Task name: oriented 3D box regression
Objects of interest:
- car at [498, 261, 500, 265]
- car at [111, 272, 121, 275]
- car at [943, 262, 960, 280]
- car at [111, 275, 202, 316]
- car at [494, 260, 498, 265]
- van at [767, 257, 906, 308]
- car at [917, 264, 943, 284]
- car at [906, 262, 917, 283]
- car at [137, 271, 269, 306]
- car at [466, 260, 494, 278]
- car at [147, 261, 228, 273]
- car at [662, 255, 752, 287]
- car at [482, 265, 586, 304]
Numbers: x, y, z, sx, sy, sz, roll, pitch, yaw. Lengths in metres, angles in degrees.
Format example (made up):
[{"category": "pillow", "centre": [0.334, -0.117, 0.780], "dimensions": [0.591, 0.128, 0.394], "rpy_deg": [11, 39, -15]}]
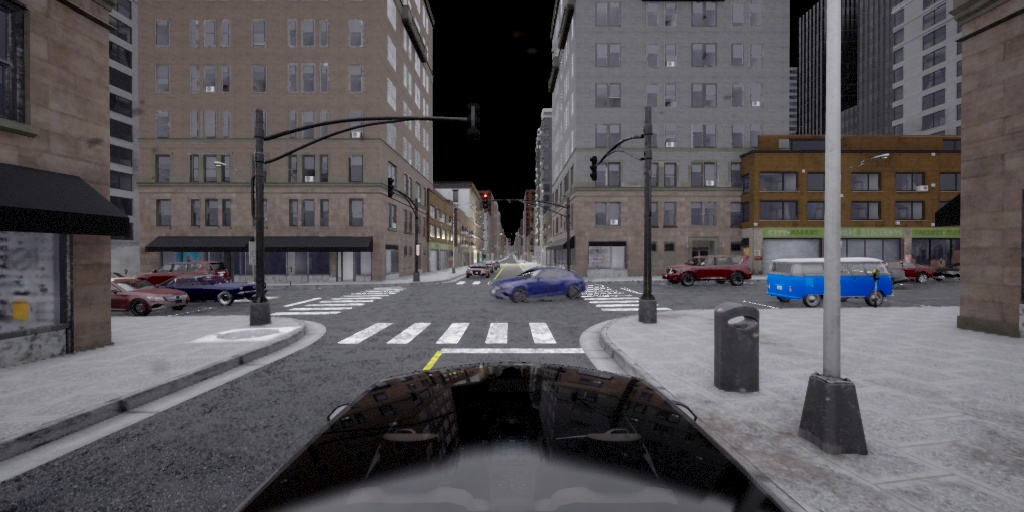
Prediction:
[{"category": "car", "centre": [-3.080, 1.298, 51.755], "dimensions": [1.812, 1.442, 4.674], "rpy_deg": [0, 0, 0]}, {"category": "car", "centre": [-26.019, 1.550, 22.193], "dimensions": [4.829, 1.417, 1.751], "rpy_deg": [0, 0, 0]}, {"category": "car", "centre": [28.924, 0.915, 22.327], "dimensions": [4.313, 1.339, 1.948], "rpy_deg": [0, 0, 0]}, {"category": "car", "centre": [-14.818, 1.527, 13.695], "dimensions": [4.207, 1.307, 1.802], "rpy_deg": [0, 0, 0]}, {"category": "car", "centre": [-3.092, 1.253, 42.622], "dimensions": [2.128, 1.511, 4.902], "rpy_deg": [0, 0, 0]}, {"category": "van", "centre": [12.118, 0.957, 13.761], "dimensions": [3.998, 1.789, 1.690], "rpy_deg": [0, 0, 0]}, {"category": "car", "centre": [23.314, 0.964, 22.313], "dimensions": [4.507, 1.381, 1.888], "rpy_deg": [0, 0, 0]}, {"category": "car", "centre": [18.244, 1.047, 19.636], "dimensions": [5.357, 1.411, 2.033], "rpy_deg": [-1, 0, 0]}, {"category": "car", "centre": [-13.954, 1.517, 16.360], "dimensions": [4.718, 1.301, 1.895], "rpy_deg": [-1, 0, 0]}, {"category": "car", "centre": [-3.085, 1.318, 33.636], "dimensions": [1.994, 1.385, 4.181], "rpy_deg": [0, 0, 1]}, {"category": "car", "centre": [-20.344, 1.269, 22.207], "dimensions": [5.009, 1.841, 2.192], "rpy_deg": [0, 0, 0]}, {"category": "car", "centre": [12.097, 0.871, 22.286], "dimensions": [5.009, 1.841, 2.192], "rpy_deg": [0, 0, 0]}, {"category": "car", "centre": [1.256, 1.271, 16.436], "dimensions": [4.674, 1.442, 1.812], "rpy_deg": [0, 0, -28]}]
